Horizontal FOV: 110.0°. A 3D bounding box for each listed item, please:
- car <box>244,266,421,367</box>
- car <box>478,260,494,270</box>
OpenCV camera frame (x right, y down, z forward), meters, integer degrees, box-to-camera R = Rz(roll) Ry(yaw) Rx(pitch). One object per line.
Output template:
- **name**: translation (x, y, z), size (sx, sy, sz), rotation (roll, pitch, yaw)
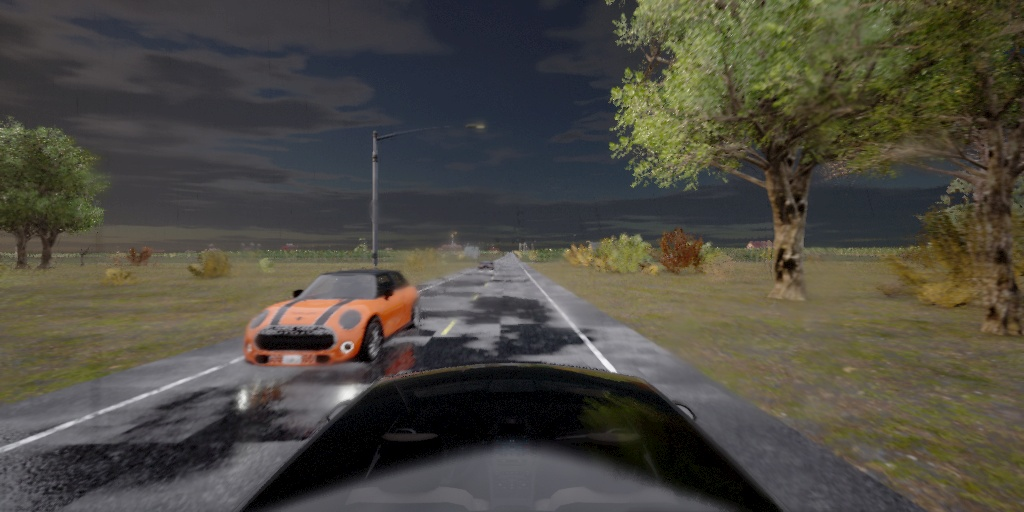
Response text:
- **car**: translation (-3.598, 1.103, 8.114), size (2.097, 1.767, 4.553), rotation (0, 0, 0)
- **car**: translation (-3.561, 1.288, 50.464), size (1.994, 1.385, 4.181), rotation (0, 0, 0)
